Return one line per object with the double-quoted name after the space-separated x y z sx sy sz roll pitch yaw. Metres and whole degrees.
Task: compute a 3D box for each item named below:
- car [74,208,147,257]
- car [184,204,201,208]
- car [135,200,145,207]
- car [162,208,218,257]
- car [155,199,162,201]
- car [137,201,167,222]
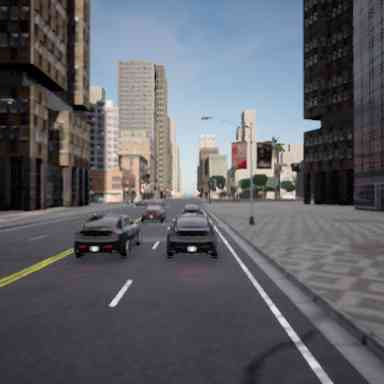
-3.235 1.642 13.515 1.837 1.490 4.892 0 0 0 "car"
0.015 1.784 28.493 1.837 1.490 4.892 0 0 0 "car"
-9.768 2.187 64.769 1.994 1.385 4.181 0 -1 0 "car"
0.015 1.642 13.492 1.837 1.490 4.892 0 0 0 "car"
-6.516 2.151 64.776 1.812 1.442 4.674 0 -1 0 "car"
-3.232 1.806 28.892 1.812 1.442 4.674 0 0 0 "car"
